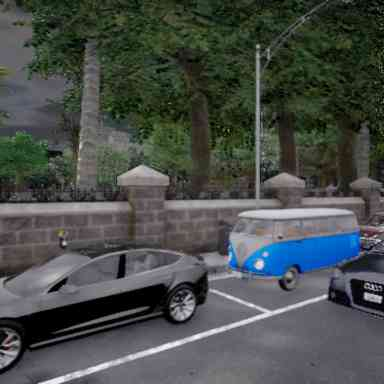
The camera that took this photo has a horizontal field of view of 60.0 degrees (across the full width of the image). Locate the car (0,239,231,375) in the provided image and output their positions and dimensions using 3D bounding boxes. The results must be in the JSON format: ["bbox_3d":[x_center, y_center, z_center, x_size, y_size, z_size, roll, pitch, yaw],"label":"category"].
[{"bbox_3d":[-1.665,1.566,5.577,4.313,1.339,1.947,0,0,-36],"label":"car"}]

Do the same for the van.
[{"bbox_3d":[2.736,1.342,8.717,3.998,1.788,1.690,0,0,-36],"label":"van"}]

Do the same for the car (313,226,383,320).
[{"bbox_3d":[4.592,1.565,6.661,4.181,1.385,1.994,0,0,-36],"label":"car"}]

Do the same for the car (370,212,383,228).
[{"bbox_3d":[7.138,1.442,11.859,4.097,1.590,1.967,0,0,-36],"label":"car"}]
